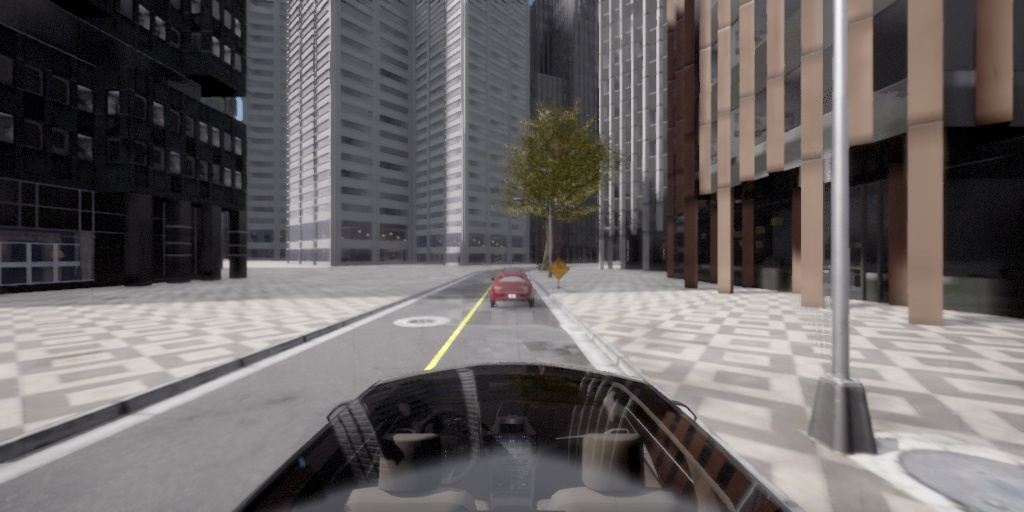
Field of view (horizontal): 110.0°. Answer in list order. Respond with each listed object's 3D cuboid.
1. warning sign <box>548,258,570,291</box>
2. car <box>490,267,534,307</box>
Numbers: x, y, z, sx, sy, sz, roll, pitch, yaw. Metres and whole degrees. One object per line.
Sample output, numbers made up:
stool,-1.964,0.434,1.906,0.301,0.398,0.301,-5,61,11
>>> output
warning sign,2.721,1.032,20.877,1.300,1.860,1.060,0,0,0
car,0.008,1.405,16.221,1.812,1.442,4.674,0,0,0
